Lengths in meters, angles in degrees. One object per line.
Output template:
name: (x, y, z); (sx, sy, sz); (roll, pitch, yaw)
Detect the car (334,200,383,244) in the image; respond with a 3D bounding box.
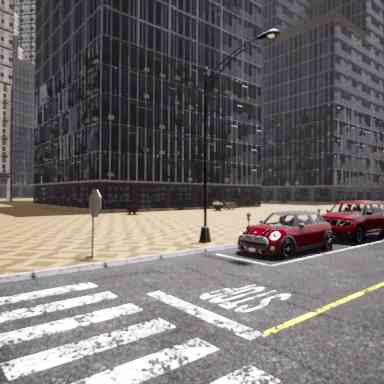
car: (7.971, 1.348, 16.283); (5.009, 1.841, 2.192); (0, 0, -39)

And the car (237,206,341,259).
car: (3.604, 1.463, 12.703); (4.097, 1.590, 1.967); (0, 0, -39)
